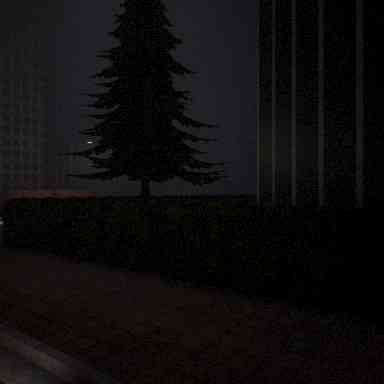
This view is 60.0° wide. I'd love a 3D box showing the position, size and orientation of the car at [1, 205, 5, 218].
[{"bbox_3d":[-13.066,1.560,28.373,1.837,1.490,4.892,0,0,36],"label":"car"}]
